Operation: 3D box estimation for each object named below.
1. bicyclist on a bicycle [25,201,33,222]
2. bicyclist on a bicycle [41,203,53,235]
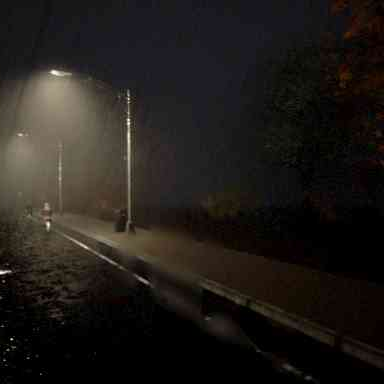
[{"bbox_3d":[-12.931,1.561,26.385,0.659,1.776,1.843,-1,0,-32],"label":"bicyclist on a bicycle"},{"bbox_3d":[-8.164,1.496,18.660,0.659,1.776,1.843,-1,0,-31],"label":"bicyclist on a bicycle"}]
